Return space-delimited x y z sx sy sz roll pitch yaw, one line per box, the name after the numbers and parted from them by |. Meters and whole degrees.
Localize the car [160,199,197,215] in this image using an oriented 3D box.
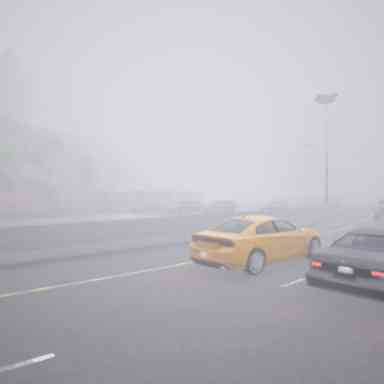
-0.646 1.527 33.480 1.837 1.490 4.892 0 0 35 | car

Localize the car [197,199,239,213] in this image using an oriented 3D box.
2.856 1.501 32.390 1.837 1.490 4.892 0 0 34 | car

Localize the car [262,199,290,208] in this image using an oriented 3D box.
9.025 1.499 35.506 2.033 1.411 5.357 0 0 30 | car

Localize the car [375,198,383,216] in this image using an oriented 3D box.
16.098 1.247 26.860 2.097 1.767 4.553 0 0 33 | car

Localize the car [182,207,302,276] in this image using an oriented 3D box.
2.177 1.468 10.480 5.008 1.535 1.882 -1 0 -41 | car

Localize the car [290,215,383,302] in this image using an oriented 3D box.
4.778 1.518 8.002 5.357 1.411 2.033 0 0 -42 | car

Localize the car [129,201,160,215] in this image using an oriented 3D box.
-4.427 1.615 34.257 1.994 1.385 4.181 0 0 37 | car
